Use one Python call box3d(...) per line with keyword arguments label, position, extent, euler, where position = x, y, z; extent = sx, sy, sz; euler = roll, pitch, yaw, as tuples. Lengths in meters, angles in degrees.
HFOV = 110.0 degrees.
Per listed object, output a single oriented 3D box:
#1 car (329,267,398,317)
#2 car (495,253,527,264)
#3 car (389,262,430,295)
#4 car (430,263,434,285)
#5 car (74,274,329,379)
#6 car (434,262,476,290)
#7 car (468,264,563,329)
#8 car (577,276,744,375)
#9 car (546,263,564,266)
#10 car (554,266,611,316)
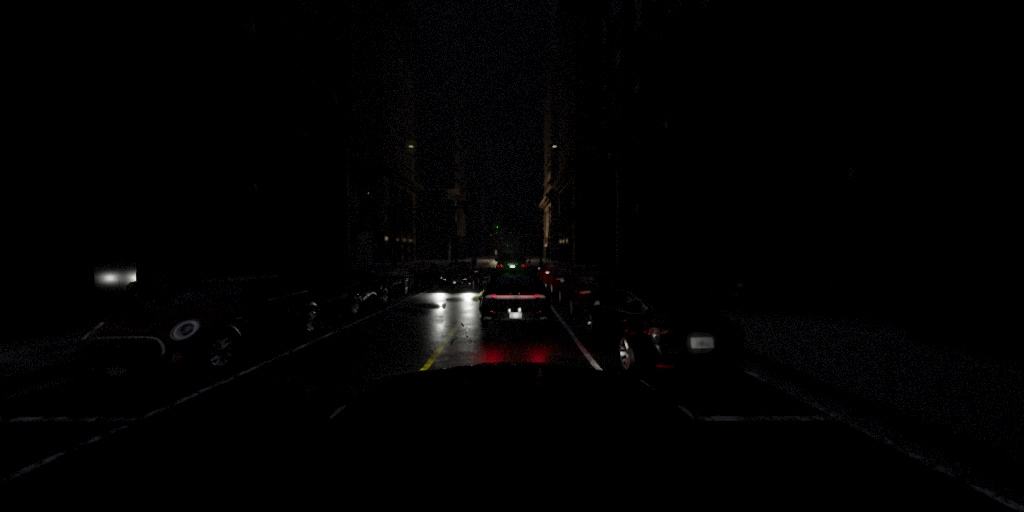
box3d(label="car", position=(-5.790, 1.229, 12.737), extent=(1.948, 1.339, 4.313), euler=(0, 0, 0))
box3d(label="car", position=(-0.057, 0.777, 26.343), extent=(2.150, 2.045, 5.566), euler=(0, 0, -2))
box3d(label="car", position=(-5.803, 1.170, 18.242), extent=(2.007, 1.370, 4.403), euler=(0, 0, 0))
box3d(label="car", position=(-5.816, 1.121, 23.747), extent=(1.888, 1.381, 4.507), euler=(0, 0, 0))
box3d(label="car", position=(-5.777, 1.146, 7.232), extent=(1.967, 1.591, 4.097), euler=(0, 0, 0))
box3d(label="car", position=(-3.047, 1.137, 21.371), extent=(1.837, 1.490, 4.892), euler=(0, 0, 0))
box3d(label="car", position=(0.079, 1.169, 10.910), extent=(2.128, 1.511, 4.902), euler=(0, 1, 0))
box3d(label="car", position=(2.749, 1.271, 7.252), extent=(1.948, 1.339, 4.313), euler=(0, 0, 0))
box3d(label="car", position=(2.722, 1.164, 18.262), extent=(1.888, 1.381, 4.507), euler=(0, 0, 0))
box3d(label="car", position=(2.736, 1.207, 12.757), extent=(1.888, 1.381, 4.507), euler=(0, 0, 0))
